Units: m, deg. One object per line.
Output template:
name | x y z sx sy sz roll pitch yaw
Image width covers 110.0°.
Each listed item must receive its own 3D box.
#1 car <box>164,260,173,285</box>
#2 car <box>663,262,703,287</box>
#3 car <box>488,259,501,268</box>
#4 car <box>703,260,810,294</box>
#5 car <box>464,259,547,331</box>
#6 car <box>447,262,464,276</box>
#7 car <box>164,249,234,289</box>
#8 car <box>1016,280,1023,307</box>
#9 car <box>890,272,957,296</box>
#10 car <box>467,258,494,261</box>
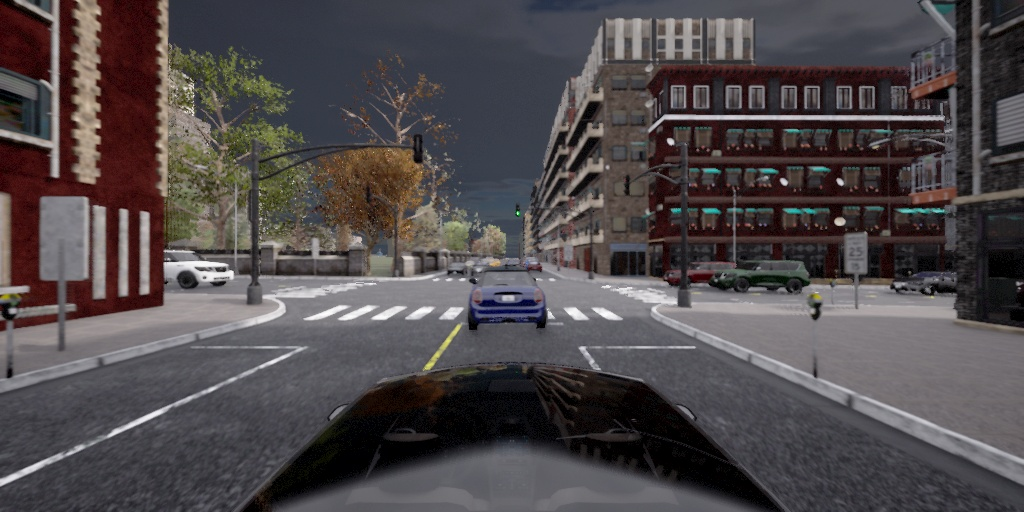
car | -18.960 0.995 16.780 4.207 1.307 1.802 0 0 -1
car | 13.453 1.333 25.465 5.009 1.841 2.192 0 0 -1
car | -3.007 1.221 62.887 1.882 1.535 5.008 0 0 0
car | 15.764 1.274 22.904 5.566 2.045 2.150 1 0 -1
car | -0.278 1.095 11.245 2.097 1.767 4.553 0 0 -5
car | -5.684 1.300 37.809 1.948 1.339 4.313 0 0 0
car | -18.349 0.653 19.406 5.566 2.045 2.150 1 0 1
car | 24.958 1.784 17.224 4.207 1.307 1.802 0 0 -1
car | 27.232 1.752 23.001 4.902 1.511 2.128 1 0 0
car | -3.086 1.226 36.487 2.128 1.511 4.902 0 0 0
